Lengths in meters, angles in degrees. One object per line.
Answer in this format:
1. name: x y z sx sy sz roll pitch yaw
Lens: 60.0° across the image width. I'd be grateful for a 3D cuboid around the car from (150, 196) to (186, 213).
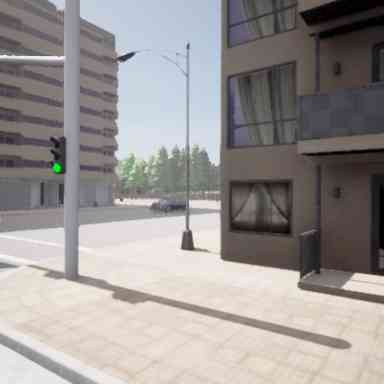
1. car: -2.345 1.259 34.950 2.097 1.767 4.553 0 0 35
